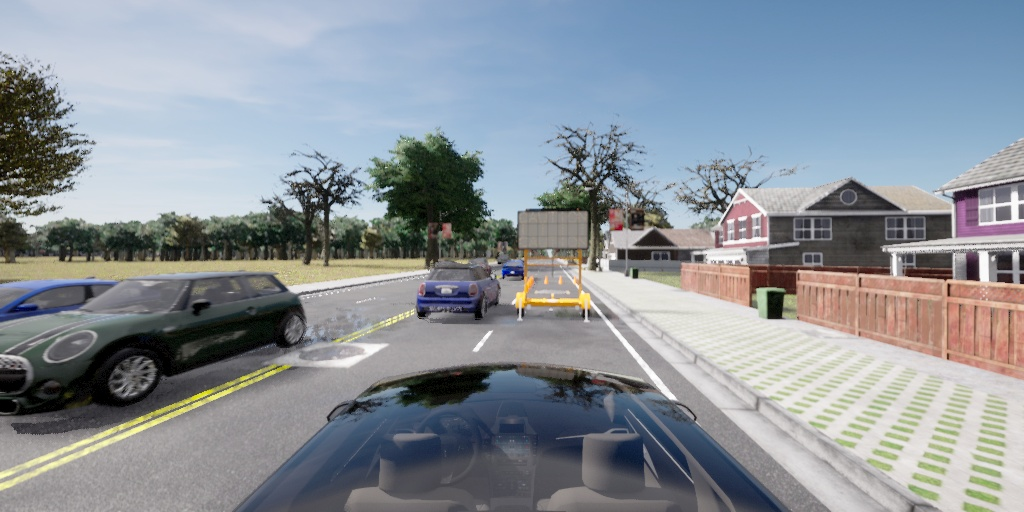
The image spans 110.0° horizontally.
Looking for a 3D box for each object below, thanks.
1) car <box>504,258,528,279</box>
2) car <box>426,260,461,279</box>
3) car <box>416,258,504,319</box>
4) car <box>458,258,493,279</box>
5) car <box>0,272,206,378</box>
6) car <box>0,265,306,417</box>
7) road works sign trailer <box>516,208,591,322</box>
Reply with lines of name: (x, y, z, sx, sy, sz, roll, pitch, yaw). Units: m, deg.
car: (0.315, 1.160, 31.367, 1.882, 1.535, 5.008, 0, 0, 6)
car: (-6.215, 1.177, 33.294, 1.837, 1.490, 4.892, 0, 1, 6)
car: (-1.713, 1.071, 12.831, 2.097, 1.767, 4.553, 0, 0, 6)
car: (-3.127, 1.031, 31.647, 2.097, 1.767, 4.553, 0, 0, 6)
car: (-9.106, 1.206, 6.875, 1.882, 1.535, 5.008, 0, 0, 6)
car: (-5.902, 1.085, 6.278, 2.097, 1.767, 4.553, 0, 0, 6)
road works sign trailer: (1.390, 0.187, 12.242, 2.380, 3.560, 2.880, 0, 0, 6)
